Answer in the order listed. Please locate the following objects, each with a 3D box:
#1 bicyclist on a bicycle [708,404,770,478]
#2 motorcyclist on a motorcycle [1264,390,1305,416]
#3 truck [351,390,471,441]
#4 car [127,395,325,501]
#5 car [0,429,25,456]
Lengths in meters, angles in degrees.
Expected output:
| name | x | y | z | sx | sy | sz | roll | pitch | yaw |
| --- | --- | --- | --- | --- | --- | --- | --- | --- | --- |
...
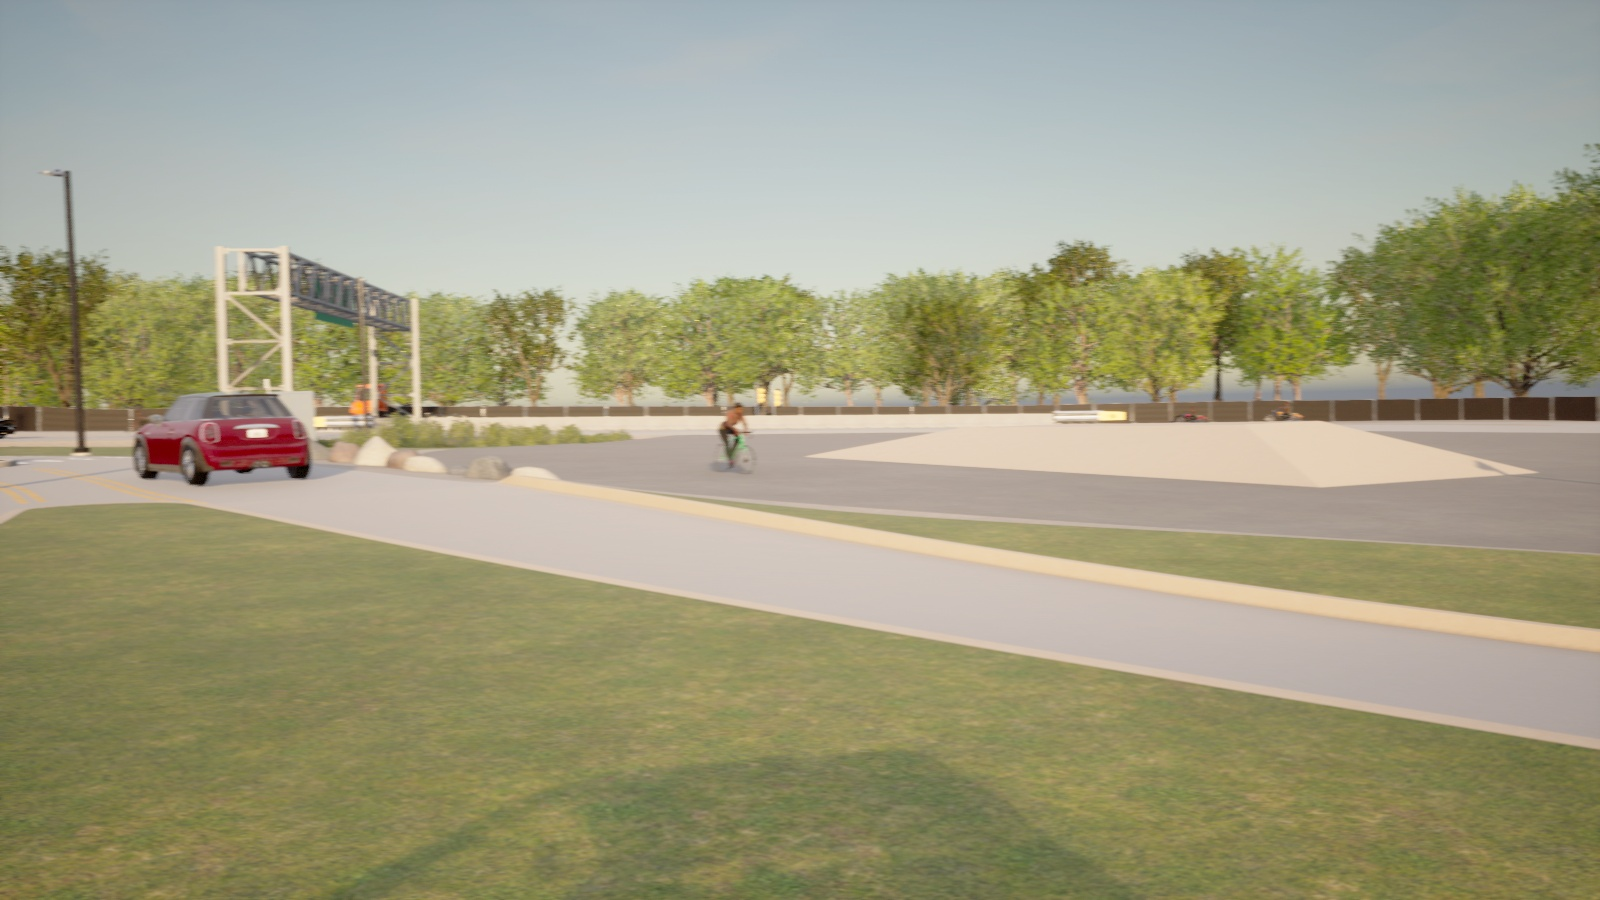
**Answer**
| name | x | y | z | sx | sy | sz | roll | pitch | yaw |
| --- | --- | --- | --- | --- | --- | --- | --- | --- | --- |
| bicyclist on a bicycle | -1.395 | -0.226 | 28.442 | 0.582 | 1.620 | 1.656 | -2 | 3 | -36 |
| motorcyclist on a motorcycle | 31.593 | -3.056 | 81.928 | 2.350 | 1.649 | 0.766 | -1 | 3 | 13 |
| truck | -27.577 | -2.466 | 89.405 | 7.936 | 3.462 | 2.891 | -2 | 2 | -14 |
| car | -11.155 | -0.082 | 24.245 | 2.097 | 1.767 | 4.553 | -5 | 4 | -42 |
| car | -48.859 | -0.357 | 74.004 | 5.008 | 1.535 | 1.882 | -2 | 2 | -5 |
